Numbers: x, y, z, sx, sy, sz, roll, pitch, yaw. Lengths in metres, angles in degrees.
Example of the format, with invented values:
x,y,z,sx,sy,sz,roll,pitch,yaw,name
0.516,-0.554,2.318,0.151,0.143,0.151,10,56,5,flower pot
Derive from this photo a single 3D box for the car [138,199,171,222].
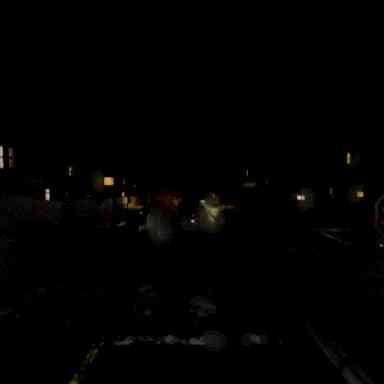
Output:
x,y,z,sx,sy,sz,roll,pitch,yaw,name
-2.924,1.493,25.794,1.812,1.442,4.674,0,0,2,car

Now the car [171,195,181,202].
x,y,z,sx,sy,sz,roll,pitch,yaw,name
-2.893,1.460,45.817,1.882,1.535,5.008,0,0,0,car

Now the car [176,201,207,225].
x,y,z,sx,sy,sz,roll,pitch,yaw,name
0.075,1.573,23.763,1.895,1.301,4.718,0,0,0,car

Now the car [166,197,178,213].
x,y,z,sx,sy,sz,roll,pitch,yaw,name
-2.882,1.535,35.756,1.994,1.385,4.181,0,0,1,car
